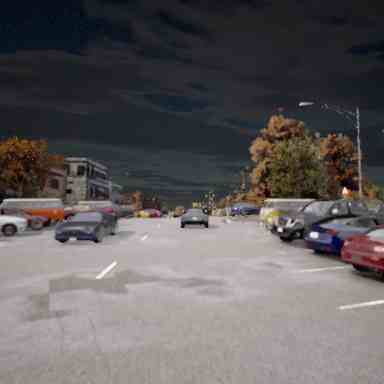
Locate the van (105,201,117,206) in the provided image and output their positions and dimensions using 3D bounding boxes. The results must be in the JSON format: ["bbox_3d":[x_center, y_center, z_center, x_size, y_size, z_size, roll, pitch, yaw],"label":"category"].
[{"bbox_3d":[-11.310,2.071,38.269,4.442,1.987,1.878,0,-3,-19],"label":"van"}]

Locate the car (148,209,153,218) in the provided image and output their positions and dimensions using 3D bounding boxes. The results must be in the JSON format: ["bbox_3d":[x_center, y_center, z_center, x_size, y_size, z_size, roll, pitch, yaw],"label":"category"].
[{"bbox_3d":[-10.984,4.309,64.546,5.366,1.575,1.946,1,-5,-19],"label":"car"}]

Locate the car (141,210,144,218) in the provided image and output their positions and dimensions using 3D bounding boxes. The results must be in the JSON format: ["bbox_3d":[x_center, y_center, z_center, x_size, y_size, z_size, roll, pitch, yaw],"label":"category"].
[{"bbox_3d":[-10.985,3.635,55.826,4.792,1.488,2.163,1,-5,-19],"label":"car"}]

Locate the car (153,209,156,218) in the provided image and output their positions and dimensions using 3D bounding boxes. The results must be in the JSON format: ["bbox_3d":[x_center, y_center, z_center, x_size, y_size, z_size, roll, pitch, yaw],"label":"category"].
[{"bbox_3d":[-10.700,4.792,70.454,4.892,1.521,2.231,1,-5,-19],"label":"car"}]

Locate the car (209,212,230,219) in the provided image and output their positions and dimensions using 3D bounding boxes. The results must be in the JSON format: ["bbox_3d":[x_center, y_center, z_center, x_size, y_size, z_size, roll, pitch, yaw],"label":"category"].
[{"bbox_3d":[7.231,6.215,87.579,5.366,1.575,1.946,2,-5,-19],"label":"car"}]

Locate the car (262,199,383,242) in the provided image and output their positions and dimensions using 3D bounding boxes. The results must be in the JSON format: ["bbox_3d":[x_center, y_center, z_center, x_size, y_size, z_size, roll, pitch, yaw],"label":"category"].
[{"bbox_3d":[6.418,1.332,15.335,5.566,2.045,2.435,1,0,-20],"label":"car"}]

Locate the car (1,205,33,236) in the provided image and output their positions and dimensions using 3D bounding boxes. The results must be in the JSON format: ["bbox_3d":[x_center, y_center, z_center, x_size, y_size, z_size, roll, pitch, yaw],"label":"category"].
[{"bbox_3d":[-11.370,1.634,17.826,4.674,1.452,2.002,-1,-1,-20],"label":"car"}]

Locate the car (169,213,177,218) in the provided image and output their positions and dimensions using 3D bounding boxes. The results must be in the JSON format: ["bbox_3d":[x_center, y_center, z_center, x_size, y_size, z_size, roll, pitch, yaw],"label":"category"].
[{"bbox_3d":[-4.009,6.201,86.767,2.033,1.411,5.357,0,-5,1],"label":"car"}]

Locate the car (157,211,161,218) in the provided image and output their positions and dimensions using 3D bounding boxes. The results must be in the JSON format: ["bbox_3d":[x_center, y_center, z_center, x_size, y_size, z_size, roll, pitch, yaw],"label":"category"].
[{"bbox_3d":[-10.636,5.020,76.309,5.566,2.045,2.435,1,-5,-19],"label":"car"}]

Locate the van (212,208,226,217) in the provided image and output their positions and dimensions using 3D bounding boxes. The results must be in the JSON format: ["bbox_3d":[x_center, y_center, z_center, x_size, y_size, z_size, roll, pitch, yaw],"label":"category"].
[{"bbox_3d":[6.944,4.296,67.081,4.442,1.987,1.878,2,-5,-19],"label":"van"}]

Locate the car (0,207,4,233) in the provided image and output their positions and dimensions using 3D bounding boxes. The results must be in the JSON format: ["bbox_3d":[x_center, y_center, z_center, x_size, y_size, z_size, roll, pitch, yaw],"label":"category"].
[{"bbox_3d":[-11.383,1.599,14.887,4.674,1.452,2.002,-1,-1,-20],"label":"car"}]

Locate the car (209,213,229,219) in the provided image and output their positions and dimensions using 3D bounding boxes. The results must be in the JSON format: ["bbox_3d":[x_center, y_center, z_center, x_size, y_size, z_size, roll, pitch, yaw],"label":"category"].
[{"bbox_3d":[7.449,6.474,90.574,4.892,1.521,2.231,2,-5,-19],"label":"car"}]

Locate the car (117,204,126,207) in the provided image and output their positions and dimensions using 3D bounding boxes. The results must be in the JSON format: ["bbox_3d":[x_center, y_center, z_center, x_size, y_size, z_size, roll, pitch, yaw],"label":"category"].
[{"bbox_3d":[-11.156,2.477,41.212,4.892,1.521,2.231,0,-3,-19],"label":"car"}]

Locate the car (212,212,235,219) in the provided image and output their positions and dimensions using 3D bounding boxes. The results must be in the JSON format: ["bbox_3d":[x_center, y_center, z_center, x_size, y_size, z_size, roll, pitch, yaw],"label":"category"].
[{"bbox_3d":[7.205,5.287,75.901,4.674,1.452,2.002,2,-5,-19],"label":"car"}]

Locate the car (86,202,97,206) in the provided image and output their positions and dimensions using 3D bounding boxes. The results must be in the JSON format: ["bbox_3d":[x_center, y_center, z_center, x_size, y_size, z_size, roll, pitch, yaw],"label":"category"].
[{"bbox_3d":[-11.291,1.877,29.534,4.892,1.521,2.231,0,-2,-20],"label":"car"}]

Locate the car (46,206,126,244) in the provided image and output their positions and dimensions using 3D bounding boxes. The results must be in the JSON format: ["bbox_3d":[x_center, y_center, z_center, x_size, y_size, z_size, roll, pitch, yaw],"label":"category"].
[{"bbox_3d":[-5.037,1.652,16.778,2.033,1.411,5.357,0,-1,0],"label":"car"}]

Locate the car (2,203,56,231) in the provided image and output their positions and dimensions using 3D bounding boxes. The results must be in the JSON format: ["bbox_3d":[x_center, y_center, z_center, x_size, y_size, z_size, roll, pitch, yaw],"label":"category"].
[{"bbox_3d":[-11.322,1.666,20.760,4.792,1.488,2.163,-1,-1,-20],"label":"car"}]

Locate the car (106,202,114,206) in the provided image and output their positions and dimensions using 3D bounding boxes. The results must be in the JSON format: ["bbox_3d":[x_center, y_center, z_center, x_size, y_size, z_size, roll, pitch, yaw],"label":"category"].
[{"bbox_3d":[-11.237,2.138,35.377,4.892,1.521,2.231,0,-3,-19],"label":"car"}]

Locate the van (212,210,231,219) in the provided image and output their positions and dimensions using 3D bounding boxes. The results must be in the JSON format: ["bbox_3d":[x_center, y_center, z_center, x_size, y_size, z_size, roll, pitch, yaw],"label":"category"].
[{"bbox_3d":[7.467,5.759,84.766,4.442,1.987,1.878,2,-5,-19],"label":"van"}]

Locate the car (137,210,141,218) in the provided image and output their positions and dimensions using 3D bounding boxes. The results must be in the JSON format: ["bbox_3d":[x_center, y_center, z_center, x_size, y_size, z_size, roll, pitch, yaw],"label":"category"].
[{"bbox_3d":[-10.874,3.133,50.053,5.366,1.575,1.946,1,-5,-19],"label":"car"}]

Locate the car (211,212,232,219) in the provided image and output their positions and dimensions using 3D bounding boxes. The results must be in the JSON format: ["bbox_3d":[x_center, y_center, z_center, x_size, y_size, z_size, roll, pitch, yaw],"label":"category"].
[{"bbox_3d":[7.300,5.773,81.774,4.674,1.452,2.002,2,-5,-19],"label":"car"}]

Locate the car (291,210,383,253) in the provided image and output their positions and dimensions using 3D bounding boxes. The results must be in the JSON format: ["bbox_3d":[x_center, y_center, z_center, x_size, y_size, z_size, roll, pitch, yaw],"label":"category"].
[{"bbox_3d":[6.451,1.584,12.369,4.792,1.488,2.163,1,-1,-20],"label":"car"}]

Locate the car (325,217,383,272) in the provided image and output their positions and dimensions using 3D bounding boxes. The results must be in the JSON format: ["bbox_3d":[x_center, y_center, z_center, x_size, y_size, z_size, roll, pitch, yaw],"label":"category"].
[{"bbox_3d":[6.409,1.571,9.364,4.674,1.452,2.002,1,-1,-20],"label":"car"}]

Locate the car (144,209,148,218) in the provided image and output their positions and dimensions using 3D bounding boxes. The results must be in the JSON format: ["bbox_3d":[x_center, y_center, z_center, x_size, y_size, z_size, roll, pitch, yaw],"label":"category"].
[{"bbox_3d":[-11.086,3.837,58.705,5.366,1.575,1.946,1,-5,-19],"label":"car"}]

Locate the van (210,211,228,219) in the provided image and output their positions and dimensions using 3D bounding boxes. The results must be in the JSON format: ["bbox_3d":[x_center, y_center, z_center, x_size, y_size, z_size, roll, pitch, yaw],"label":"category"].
[{"bbox_3d":[7.616,6.504,93.570,4.442,1.987,1.878,2,-5,-19],"label":"van"}]

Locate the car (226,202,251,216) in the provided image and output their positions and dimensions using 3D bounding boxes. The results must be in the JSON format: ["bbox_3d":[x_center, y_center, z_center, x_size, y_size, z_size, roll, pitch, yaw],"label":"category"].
[{"bbox_3d":[7.031,2.089,41.391,4.553,1.767,2.097,0,-4,-36],"label":"car"}]

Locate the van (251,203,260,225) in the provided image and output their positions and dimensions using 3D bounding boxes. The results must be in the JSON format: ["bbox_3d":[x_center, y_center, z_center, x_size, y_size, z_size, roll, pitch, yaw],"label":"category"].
[{"bbox_3d":[6.358,1.436,21.298,4.442,1.987,1.878,1,-1,-20],"label":"van"}]

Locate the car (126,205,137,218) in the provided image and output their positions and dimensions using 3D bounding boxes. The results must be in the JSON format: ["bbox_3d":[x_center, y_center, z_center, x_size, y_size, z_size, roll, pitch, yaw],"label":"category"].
[{"bbox_3d":[-11.068,2.648,47.094,5.566,2.045,2.435,1,-5,-19],"label":"car"}]

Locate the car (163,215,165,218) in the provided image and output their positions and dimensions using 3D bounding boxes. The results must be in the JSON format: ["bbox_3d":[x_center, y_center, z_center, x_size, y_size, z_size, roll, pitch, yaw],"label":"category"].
[{"bbox_3d":[-10.398,6.247,87.991,5.008,1.535,2.097,1,-5,-19],"label":"car"}]

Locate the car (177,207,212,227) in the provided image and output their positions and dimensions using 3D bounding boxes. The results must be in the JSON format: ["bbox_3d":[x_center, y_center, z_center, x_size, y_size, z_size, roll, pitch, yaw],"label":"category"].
[{"bbox_3d":[0.199,1.804,24.510,1.994,1.385,4.181,0,-1,0],"label":"car"}]

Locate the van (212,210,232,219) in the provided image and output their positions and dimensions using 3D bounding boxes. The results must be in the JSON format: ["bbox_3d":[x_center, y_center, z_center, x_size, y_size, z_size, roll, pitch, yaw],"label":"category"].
[{"bbox_3d":[7.148,5.260,78.816,4.442,1.987,1.878,2,-5,-19],"label":"van"}]

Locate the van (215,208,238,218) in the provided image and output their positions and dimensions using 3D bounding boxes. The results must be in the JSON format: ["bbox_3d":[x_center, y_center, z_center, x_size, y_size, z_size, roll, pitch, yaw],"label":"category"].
[{"bbox_3d":[7.213,4.545,70.099,4.442,1.987,1.878,2,-5,-19],"label":"van"}]

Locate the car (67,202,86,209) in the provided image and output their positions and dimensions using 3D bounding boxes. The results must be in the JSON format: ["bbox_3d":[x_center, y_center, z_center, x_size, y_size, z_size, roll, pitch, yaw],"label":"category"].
[{"bbox_3d":[-11.316,1.776,26.609,5.008,1.535,2.097,0,-2,-20],"label":"car"}]

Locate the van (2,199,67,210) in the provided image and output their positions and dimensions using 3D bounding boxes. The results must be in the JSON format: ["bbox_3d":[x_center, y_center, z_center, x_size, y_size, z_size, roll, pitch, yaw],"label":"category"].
[{"bbox_3d":[-11.444,1.471,23.645,4.442,1.987,1.878,0,-1,-20],"label":"van"}]

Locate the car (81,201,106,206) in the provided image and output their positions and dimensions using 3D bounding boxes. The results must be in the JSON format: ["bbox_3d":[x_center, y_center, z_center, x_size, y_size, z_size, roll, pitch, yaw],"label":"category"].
[{"bbox_3d":[-11.431,1.993,32.388,5.366,1.575,1.946,0,-3,-19],"label":"car"}]

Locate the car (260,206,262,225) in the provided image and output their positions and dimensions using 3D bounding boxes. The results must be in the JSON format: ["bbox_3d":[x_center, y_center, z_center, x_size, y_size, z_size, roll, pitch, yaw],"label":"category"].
[{"bbox_3d":[6.483,1.493,18.354,4.553,1.767,2.185,1,-1,-20],"label":"car"}]

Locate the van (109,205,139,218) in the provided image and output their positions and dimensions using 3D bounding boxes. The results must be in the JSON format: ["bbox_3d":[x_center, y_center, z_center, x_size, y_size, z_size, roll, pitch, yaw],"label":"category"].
[{"bbox_3d":[-10.898,3.147,52.978,4.442,1.987,1.878,1,-5,-19],"label":"van"}]
